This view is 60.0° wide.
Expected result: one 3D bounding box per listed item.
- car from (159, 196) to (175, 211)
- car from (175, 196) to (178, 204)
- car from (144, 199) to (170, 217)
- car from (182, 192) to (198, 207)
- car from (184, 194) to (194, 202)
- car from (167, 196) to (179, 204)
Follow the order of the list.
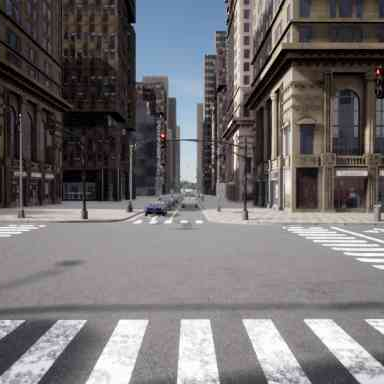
[{"bbox_3d":[-3.448,1.495,40.973,1.837,1.490,4.892,0,0,-1],"label":"car"},{"bbox_3d":[-3.516,1.514,51.122,1.812,1.442,4.674,0,0,-1],"label":"car"},{"bbox_3d":[-3.369,1.593,31.612,1.895,1.301,4.718,0,0,-1],"label":"car"},{"bbox_3d":[-0.319,1.209,50.275,2.150,2.045,5.566,0,0,0],"label":"car"},{"bbox_3d":[-0.571,1.342,72.868,2.097,1.767,4.553,0,0,0],"label":"car"},{"bbox_3d":[-3.548,1.535,63.556,2.033,1.411,5.357,0,0,0],"label":"car"}]
